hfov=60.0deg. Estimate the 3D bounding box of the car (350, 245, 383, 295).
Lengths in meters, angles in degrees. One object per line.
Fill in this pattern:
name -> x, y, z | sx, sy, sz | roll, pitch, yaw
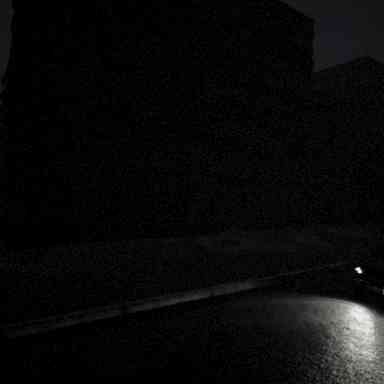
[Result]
car -> 6.033, 1.566, 7.860 | 5.357, 1.411, 2.033 | 0, 0, -33
